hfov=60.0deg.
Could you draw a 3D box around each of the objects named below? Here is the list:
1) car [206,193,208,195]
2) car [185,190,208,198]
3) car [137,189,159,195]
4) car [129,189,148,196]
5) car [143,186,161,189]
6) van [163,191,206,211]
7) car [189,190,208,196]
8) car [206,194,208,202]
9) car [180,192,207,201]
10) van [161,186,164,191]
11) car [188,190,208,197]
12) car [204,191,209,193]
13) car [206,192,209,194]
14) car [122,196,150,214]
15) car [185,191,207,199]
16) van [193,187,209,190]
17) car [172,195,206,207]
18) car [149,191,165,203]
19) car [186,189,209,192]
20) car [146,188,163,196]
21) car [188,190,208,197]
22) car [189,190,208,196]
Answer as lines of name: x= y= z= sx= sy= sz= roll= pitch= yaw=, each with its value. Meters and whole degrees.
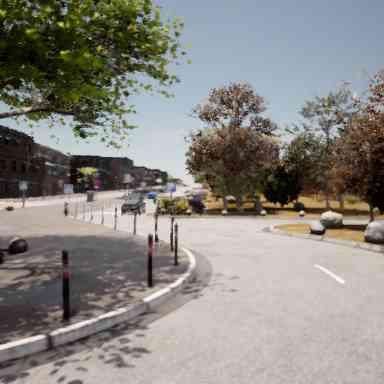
car: x=-0.699 y=1.339 z=45.733 sx=5.366 sy=1.575 sz=1.946 roll=1 pitch=2 yaw=3
car: x=1.068 y=0.459 z=78.979 sx=5.366 sy=1.575 sz=1.946 roll=1 pitch=2 yaw=3
car: x=-11.593 y=0.008 z=87.138 sx=5.366 sy=1.575 sz=1.946 roll=1 pitch=2 yaw=3
car: x=-8.670 y=0.929 z=50.803 sx=2.097 sy=1.767 sz=4.553 roll=1 pitch=2 yaw=3
car: x=-11.581 y=-0.164 z=84.324 sx=5.566 sy=2.045 sz=2.435 roll=1 pitch=2 yaw=3
van: x=-0.921 y=1.268 z=40.182 sx=4.442 sy=1.987 sz=1.878 roll=1 pitch=2 yaw=3
car: x=1.848 y=0.175 z=90.052 sx=5.008 sy=1.535 sz=2.097 roll=1 pitch=2 yaw=3
car: x=-0.632 y=1.451 z=42.950 sx=4.792 sy=1.488 sz=2.163 roll=1 pitch=2 yaw=3
car: x=0.365 y=0.902 z=62.345 sx=5.008 sy=1.535 sz=2.097 roll=1 pitch=2 yaw=3
van: x=-10.990 y=-0.356 z=92.713 sx=4.442 sy=1.987 sz=1.878 roll=1 pitch=2 yaw=3
car: x=1.555 y=0.322 z=84.510 sx=4.892 sy=1.521 sz=2.231 roll=1 pitch=2 yaw=3
car: x=-0.066 y=1.123 z=54.032 sx=5.008 sy=1.535 sz=2.097 roll=1 pitch=2 yaw=3
car: x=-0.225 y=1.198 z=51.263 sx=4.892 sy=1.521 sz=2.231 roll=1 pitch=2 yaw=3
car: x=-6.122 y=1.517 z=35.437 sx=1.837 sy=1.490 sz=4.892 roll=1 pitch=1 yaw=3
car: x=0.930 y=0.640 z=73.430 sx=4.792 sy=1.488 sz=2.163 roll=1 pitch=2 yaw=3
van: x=0.785 y=0.533 z=67.875 sx=4.442 sy=1.987 sz=1.878 roll=1 pitch=2 yaw=3
car: x=-0.338 y=1.301 z=48.492 sx=4.792 sy=1.488 sz=2.163 roll=1 pitch=2 yaw=3
car: x=-5.058 y=1.031 z=54.507 sx=2.128 sy=1.511 sz=4.902 roll=1 pitch=2 yaw=3
car: x=0.109 y=0.924 z=56.798 sx=4.553 sy=1.767 sz=2.185 roll=1 pitch=2 yaw=3
car: x=-7.745 y=0.632 z=66.771 sx=1.882 sy=1.535 sz=5.008 roll=1 pitch=2 yaw=3
car: x=1.430 y=0.423 z=81.739 sx=4.792 sy=1.488 sz=2.163 roll=1 pitch=2 yaw=3
car: x=1.701 y=0.248 z=87.281 sx=5.008 sy=1.535 sz=2.097 roll=1 pitch=2 yaw=3
